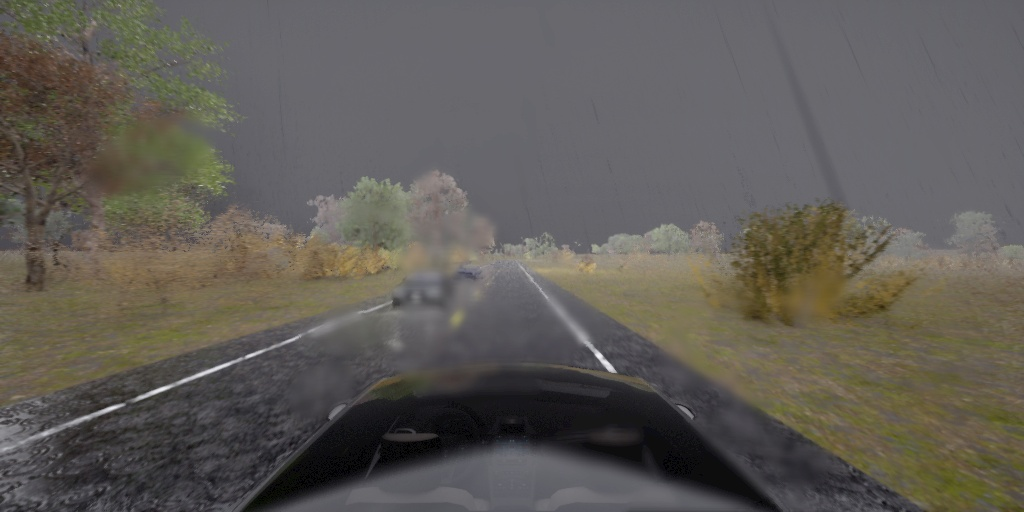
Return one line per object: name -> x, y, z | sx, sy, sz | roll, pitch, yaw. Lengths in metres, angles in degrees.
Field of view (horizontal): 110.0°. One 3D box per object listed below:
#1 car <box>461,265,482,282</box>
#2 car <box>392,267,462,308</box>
car -> -3.509, 1.379, 29.071 | 1.895, 1.301, 4.718 | 0, 0, 0
car -> -3.508, 1.329, 15.119 | 1.994, 1.385, 4.181 | 0, 0, 0
